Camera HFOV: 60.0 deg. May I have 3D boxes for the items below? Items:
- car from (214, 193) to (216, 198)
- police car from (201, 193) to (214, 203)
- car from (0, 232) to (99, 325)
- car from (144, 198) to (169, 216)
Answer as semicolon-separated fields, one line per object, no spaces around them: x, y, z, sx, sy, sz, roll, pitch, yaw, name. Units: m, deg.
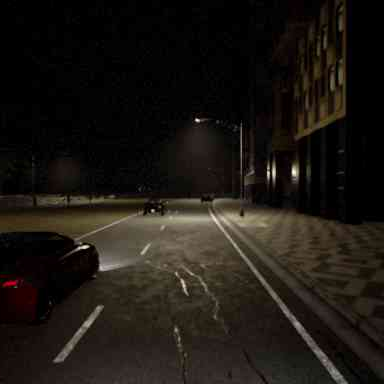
3.560;1.179;71.556;1.801;1.575;5.366;0;0;6;car
2.656;1.171;61.643;1.930;1.638;5.238;0;0;5;police car
-3.402;1.519;7.008;1.994;1.385;4.181;0;0;0;car
-3.293;1.339;30.825;1.837;1.490;4.892;0;0;1;car
